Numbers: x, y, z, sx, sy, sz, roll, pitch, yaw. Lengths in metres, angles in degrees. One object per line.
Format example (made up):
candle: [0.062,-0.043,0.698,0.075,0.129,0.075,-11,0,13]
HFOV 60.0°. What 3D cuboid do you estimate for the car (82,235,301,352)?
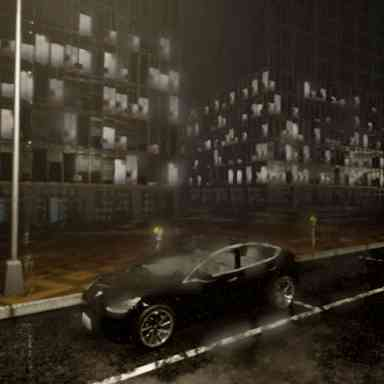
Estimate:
car: [0.221,1.553,6.200,4.313,1.339,1.947,0,1,-35]
